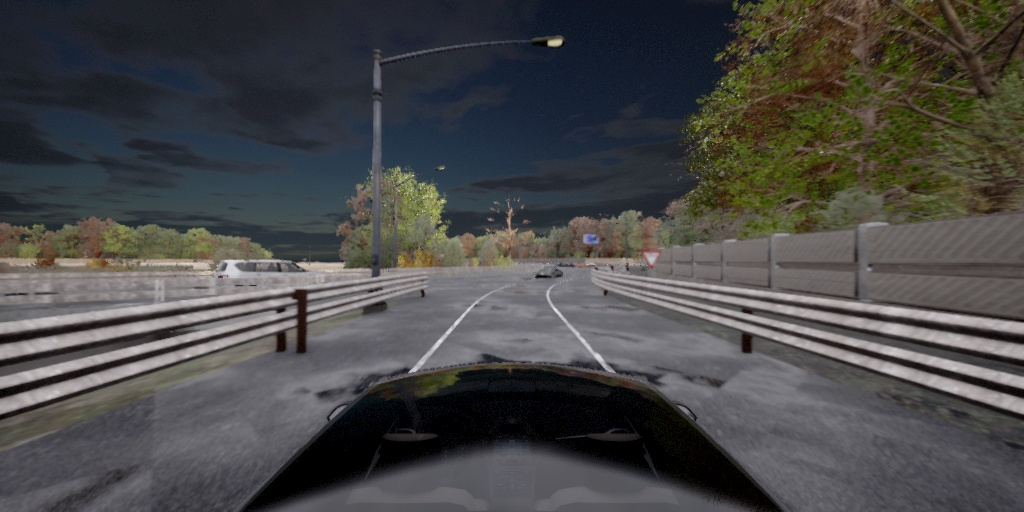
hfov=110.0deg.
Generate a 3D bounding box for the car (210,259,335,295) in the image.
[{"bbox_3d":[-12.608,1.209,19.275,2.150,2.045,5.566,-1,-1,45],"label":"car"}]

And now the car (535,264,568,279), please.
[{"bbox_3d":[4.317,1.887,40.523,1.994,1.385,4.181,0,-1,32],"label":"car"}]
